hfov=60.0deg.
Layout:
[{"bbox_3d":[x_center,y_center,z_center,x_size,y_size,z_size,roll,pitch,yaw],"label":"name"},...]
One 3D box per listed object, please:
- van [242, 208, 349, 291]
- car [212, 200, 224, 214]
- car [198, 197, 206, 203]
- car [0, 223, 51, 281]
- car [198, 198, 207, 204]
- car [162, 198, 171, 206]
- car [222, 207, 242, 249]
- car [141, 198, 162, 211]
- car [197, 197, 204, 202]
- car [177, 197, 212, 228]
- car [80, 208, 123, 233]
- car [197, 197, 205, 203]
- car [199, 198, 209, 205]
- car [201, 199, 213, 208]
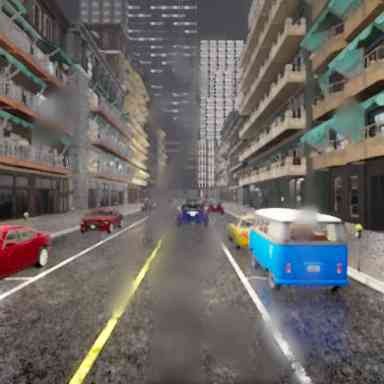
[{"bbox_3d":[2.554,1.383,8.832,1.690,1.788,3.998,0,0,0],"label":"van"},{"bbox_3d":[2.492,1.624,37.279,1.967,1.590,4.097,0,0,0],"label":"car"},{"bbox_3d":[2.394,1.993,82.967,1.752,1.417,4.829,0,0,0],"label":"car"},{"bbox_3d":[-5.328,1.586,8.806,1.887,1.381,4.507,0,0,0],"label":"car"},{"bbox_3d":[2.406,1.992,77.106,1.947,1.339,4.313,0,0,0],"label":"car"},{"bbox_3d":[-5.437,1.755,60.014,1.967,1.590,4.097,0,0,0],"label":"car"},{"bbox_3d":[2.540,1.595,14.692,1.752,1.417,4.829,0,0,0],"label":"car"},{"bbox_3d":[-5.400,1.654,42.945,1.967,1.590,4.097,0,0,0],"label":"car"},{"bbox_3d":[2.370,2.096,94.174,1.887,1.381,4.507,0,0,0],"label":"car"},{"bbox_3d":[0.051,1.462,23.244,2.097,1.767,4.553,0,0,0],"label":"car"},{"bbox_3d":[-5.352,1.639,20.185,1.887,1.381,4.507,0,0,0],"label":"car"},{"bbox_3d":[2.382,2.053,88.484,1.887,1.381,4.507,0,0,0],"label":"car"},{"bbox_3d":[2.430,1.933,65.726,1.802,1.307,4.206,0,0,0],"label":"car"},{"bbox_3d":[2.455,1.863,54.348,1.802,1.307,4.206,0,0,0],"label":"car"}]
